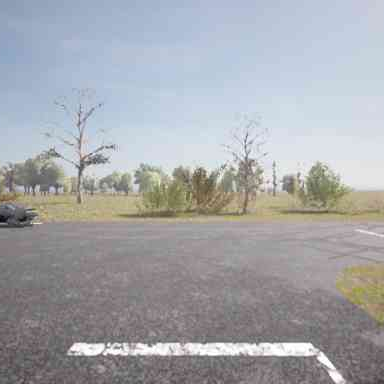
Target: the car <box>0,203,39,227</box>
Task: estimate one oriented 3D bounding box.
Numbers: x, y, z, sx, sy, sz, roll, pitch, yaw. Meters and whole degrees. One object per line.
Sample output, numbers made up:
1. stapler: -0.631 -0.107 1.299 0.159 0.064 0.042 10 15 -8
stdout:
1. car: -12.517 1.440 21.447 4.902 1.511 2.128 0 0 -2
